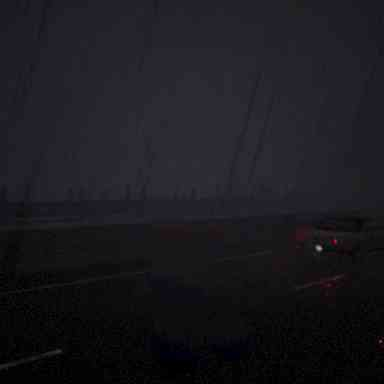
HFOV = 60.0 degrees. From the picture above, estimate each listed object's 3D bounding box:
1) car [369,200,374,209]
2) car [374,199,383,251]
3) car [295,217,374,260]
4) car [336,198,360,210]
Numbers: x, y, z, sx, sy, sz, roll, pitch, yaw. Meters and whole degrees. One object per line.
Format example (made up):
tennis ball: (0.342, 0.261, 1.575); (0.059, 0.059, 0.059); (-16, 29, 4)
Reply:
car: (23.748, 1.511, 41.797); (1.994, 1.385, 4.181); (0, 0, 40)
car: (7.595, 1.200, 9.211); (5.566, 2.045, 2.150); (1, -1, -35)
car: (6.067, 1.586, 12.417); (4.718, 1.301, 1.895); (0, 0, -35)
car: (20.322, 1.474, 43.130); (1.812, 1.442, 4.674); (0, 0, 41)
